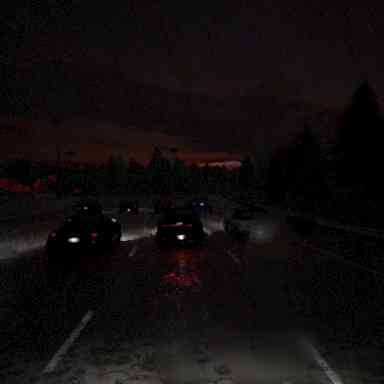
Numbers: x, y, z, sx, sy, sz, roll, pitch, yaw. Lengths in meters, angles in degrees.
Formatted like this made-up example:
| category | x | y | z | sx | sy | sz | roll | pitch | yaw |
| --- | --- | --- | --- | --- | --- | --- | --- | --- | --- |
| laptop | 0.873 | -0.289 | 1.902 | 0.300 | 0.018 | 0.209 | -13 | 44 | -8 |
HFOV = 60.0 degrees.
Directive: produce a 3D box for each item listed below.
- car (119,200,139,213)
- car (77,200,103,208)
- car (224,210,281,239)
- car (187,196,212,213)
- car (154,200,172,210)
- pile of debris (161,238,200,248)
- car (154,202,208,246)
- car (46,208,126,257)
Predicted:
| category | x | y | z | sx | sy | sz | roll | pitch | yaw |
| --- | --- | --- | --- | --- | --- | --- | --- | --- | --- |
| car | -6.540 | 1.452 | 34.647 | 1.895 | 1.301 | 4.718 | 0 | 0 | -10 |
| car | -9.431 | 1.419 | 30.751 | 2.033 | 1.411 | 5.357 | 0 | 0 | -9 |
| car | 2.822 | 1.523 | 16.719 | 1.895 | 1.301 | 4.718 | 0 | 0 | -4 |
| car | 0.635 | 1.200 | 34.038 | 2.097 | 1.767 | 4.553 | 0 | 0 | -9 |
| car | -2.847 | 1.453 | 33.787 | 1.895 | 1.301 | 4.718 | 0 | 0 | -9 |
| pile of debris | -0.513 | 2.114 | 13.902 | 1.500 | 0.140 | 1.860 | 0 | 0 | -4 |
| car | -0.598 | 1.438 | 15.000 | 1.837 | 1.490 | 4.892 | 0 | 0 | -4 |
| car | -3.933 | 1.511 | 12.701 | 1.994 | 1.385 | 4.181 | 0 | 0 | -4 |
